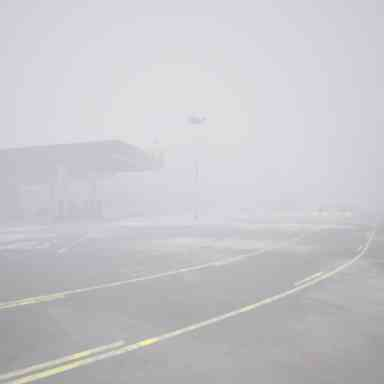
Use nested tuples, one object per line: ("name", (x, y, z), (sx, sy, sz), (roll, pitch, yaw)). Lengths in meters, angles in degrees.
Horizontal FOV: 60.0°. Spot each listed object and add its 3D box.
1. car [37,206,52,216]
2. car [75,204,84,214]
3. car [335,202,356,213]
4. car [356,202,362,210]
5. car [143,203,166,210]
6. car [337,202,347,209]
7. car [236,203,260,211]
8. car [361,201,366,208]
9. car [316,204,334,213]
("car", (-23.505, 3.064, 54.369), (3.806, 1.475, 1.970), (-1, -2, 31))
("car", (-21.276, 3.023, 59.721), (4.611, 1.667, 2.242), (-1, -2, 31))
("car", (26.629, 2.761, 57.608), (1.882, 1.535, 5.008), (-1, -2, 31))
("car", (34.334, 3.155, 70.702), (1.895, 1.301, 4.718), (-1, -2, 30))
("car", (-8.358, 3.419, 76.739), (4.553, 1.767, 2.097), (-1, -2, 30))
("car", (37.565, 3.346, 83.121), (1.837, 1.490, 4.892), (-1, -2, 30))
("car", (10.999, 2.968, 65.537), (4.553, 1.767, 2.097), (-1, -2, 31))
("car", (42.147, 3.317, 84.015), (1.837, 1.490, 4.892), (-1, -1, 30))
("car", (23.081, 2.812, 58.485), (1.882, 1.535, 5.008), (-1, -2, 31))
